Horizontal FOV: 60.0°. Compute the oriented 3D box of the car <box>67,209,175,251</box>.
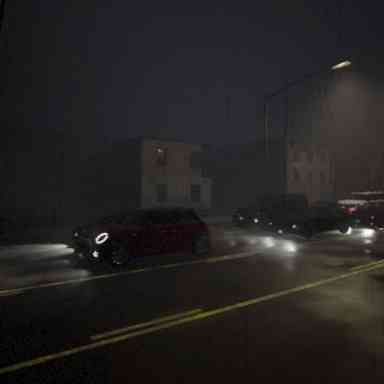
[{"bbox_3d":[-3.074,1.539,14.697,4.181,1.385,1.994,-1,0,-36],"label":"car"}]

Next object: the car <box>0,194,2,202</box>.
[{"bbox_3d":[-45.094,1.705,77.103,4.974,1.542,2.038,0,0,25],"label":"car"}]

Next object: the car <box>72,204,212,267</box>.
[{"bbox_3d":[-1.574,1.331,11.462,4.553,1.767,2.097,-1,0,-36],"label":"car"}]

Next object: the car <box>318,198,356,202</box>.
[{"bbox_3d":[9.335,1.365,23.413,4.674,1.442,1.812,-1,0,-35],"label":"car"}]

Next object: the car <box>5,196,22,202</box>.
[{"bbox_3d":[-41.368,1.574,77.226,1.853,1.218,4.536,0,0,-5],"label":"car"}]

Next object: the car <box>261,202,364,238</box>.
[{"bbox_3d":[6.291,1.441,17.064,5.357,1.411,2.033,-1,0,-35],"label":"car"}]

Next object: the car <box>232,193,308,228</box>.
[{"bbox_3d":[5.019,1.108,20.450,5.566,2.045,2.150,-1,0,-36],"label":"car"}]

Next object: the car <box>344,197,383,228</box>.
[{"bbox_3d":[11.337,1.331,20.541,4.181,1.385,1.994,-6,3,-35],"label":"car"}]

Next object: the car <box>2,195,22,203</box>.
[{"bbox_3d":[-41.364,1.731,77.173,2.038,1.542,4.974,0,0,-5],"label":"car"}]

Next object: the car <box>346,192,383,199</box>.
[{"bbox_3d":[13.546,1.013,26.464,5.566,2.045,2.150,-1,0,-34],"label":"car"}]

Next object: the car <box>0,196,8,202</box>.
[{"bbox_3d":[-45.140,1.548,77.125,4.536,1.218,1.853,0,0,25],"label":"car"}]
